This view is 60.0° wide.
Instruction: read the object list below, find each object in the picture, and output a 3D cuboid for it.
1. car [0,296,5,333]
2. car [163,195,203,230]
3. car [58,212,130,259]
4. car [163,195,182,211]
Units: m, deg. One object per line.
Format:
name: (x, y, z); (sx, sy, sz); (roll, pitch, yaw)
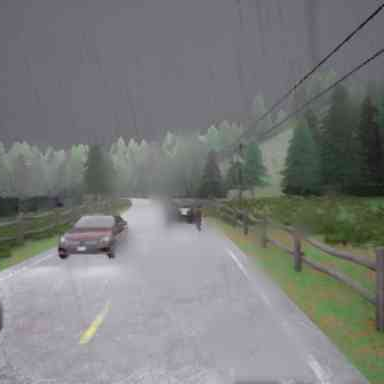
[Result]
car: (-3.339, 1.524, 2.553); (1.812, 1.442, 4.674); (0, 0, 0)
car: (-0.579, 1.206, 21.123); (2.150, 2.045, 5.566); (0, 1, -3)
car: (-3.534, 1.515, 12.757); (1.812, 1.442, 4.674); (0, 0, -2)
car: (-2.464, 1.315, 41.023); (2.097, 1.767, 4.553); (0, 0, -7)
